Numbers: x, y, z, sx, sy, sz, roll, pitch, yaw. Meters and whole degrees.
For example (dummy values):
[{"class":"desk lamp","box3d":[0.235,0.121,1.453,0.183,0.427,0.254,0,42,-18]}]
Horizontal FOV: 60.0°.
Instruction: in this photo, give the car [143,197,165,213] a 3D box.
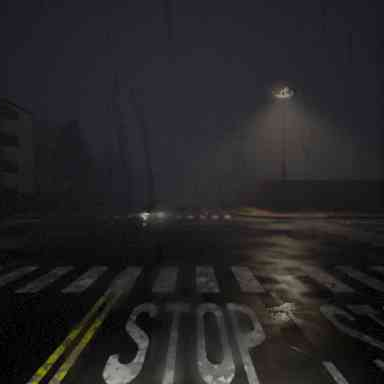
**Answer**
[{"class":"car","box3d":[-4.022,1.377,35.800,1.882,1.535,5.008,0,1,0]}]
